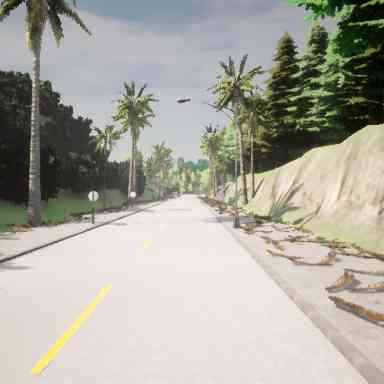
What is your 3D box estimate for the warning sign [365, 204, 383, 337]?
[{"bbox_3d":[3.350,1.114,4.653,1.300,1.860,1.060,0,0,0],"label":"warning sign"}]
